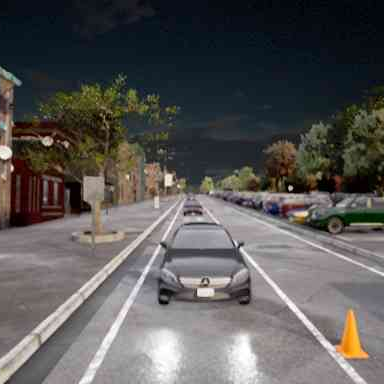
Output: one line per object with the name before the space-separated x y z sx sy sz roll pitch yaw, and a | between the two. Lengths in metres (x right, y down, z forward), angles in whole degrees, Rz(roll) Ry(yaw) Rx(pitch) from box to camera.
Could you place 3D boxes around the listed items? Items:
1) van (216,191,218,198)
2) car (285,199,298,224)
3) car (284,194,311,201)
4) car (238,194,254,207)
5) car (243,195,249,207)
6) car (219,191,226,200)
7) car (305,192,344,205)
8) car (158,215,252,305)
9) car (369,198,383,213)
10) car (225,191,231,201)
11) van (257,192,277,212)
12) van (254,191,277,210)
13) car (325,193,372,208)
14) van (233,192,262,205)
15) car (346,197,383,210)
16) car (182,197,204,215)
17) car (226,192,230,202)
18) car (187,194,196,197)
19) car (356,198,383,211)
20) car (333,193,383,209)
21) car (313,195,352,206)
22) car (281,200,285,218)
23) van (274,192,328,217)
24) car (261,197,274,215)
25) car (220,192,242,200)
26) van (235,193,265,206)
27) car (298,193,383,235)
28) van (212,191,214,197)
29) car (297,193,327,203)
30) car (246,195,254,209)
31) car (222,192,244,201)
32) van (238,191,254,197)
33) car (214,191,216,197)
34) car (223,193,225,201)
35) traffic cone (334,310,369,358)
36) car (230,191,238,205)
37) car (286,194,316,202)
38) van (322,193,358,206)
van | 8.607 0.821 80.125 4.442 1.987 1.878 0 1 0
car | 9.038 1.456 21.252 5.366 1.575 1.946 0 0 0
car | 21.900 1.151 69.399 4.892 1.521 2.231 0 1 0
car | 9.039 1.386 43.686 4.892 1.521 2.231 0 0 0
car | 9.054 1.444 40.883 4.674 1.452 2.002 0 0 0
car | 8.814 0.928 66.110 5.566 2.045 2.435 0 1 0
car | 22.041 1.030 55.518 5.566 2.045 2.435 0 1 -1
car | 0.234 1.520 8.232 1.812 1.442 4.674 0 0 0
car | 22.362 1.426 36.089 5.366 1.575 1.946 0 0 0
car | 8.921 1.107 60.506 4.553 1.767 2.185 0 1 0
van | 9.012 1.214 32.469 4.442 1.987 1.878 0 0 0
van | 9.221 1.204 35.272 4.442 1.987 1.878 0 0 0
car | 22.112 1.109 47.192 5.566 2.045 2.435 0 1 0
van | 9.054 1.060 54.899 4.442 1.987 1.878 0 1 0
car | 22.159 1.430 41.643 4.792 1.488 2.163 0 0 0
car | 0.070 1.482 31.319 2.033 1.411 5.357 0 0 0
car | 8.907 1.260 57.704 4.892 1.521 2.231 0 1 0
car | -0.108 1.155 70.278 2.128 1.511 4.902 0 0 0
car | 22.125 1.449 38.859 4.792 1.488 2.163 0 0 0
car | 22.078 1.130 44.415 5.566 2.045 2.435 0 0 0
car | 22.222 1.305 52.746 5.366 1.575 1.946 0 1 -1
car | 9.202 1.494 24.057 4.674 1.452 2.002 0 0 0
van | 9.293 1.224 26.860 4.442 1.987 1.878 0 0 0
car | 9.147 1.445 29.663 5.008 1.535 2.097 0 0 0
car | 8.739 0.974 74.521 4.553 1.767 2.185 0 1 0
van | 9.078 1.086 52.096 4.442 1.987 1.878 0 1 0
car | 9.219 1.212 18.449 5.566 2.045 2.435 0 0 0
van | 8.511 0.715 91.337 4.442 1.987 1.878 0 1 0
car | 21.996 1.103 61.071 4.553 1.767 2.185 0 1 0
car | 9.110 1.450 38.075 4.792 1.488 2.163 0 0 0
car | 8.763 1.001 71.718 4.553 1.767 2.185 0 1 0
van | 9.126 1.139 46.492 4.442 1.987 1.878 0 0 0
car | 8.694 1.020 82.931 5.008 1.535 2.097 0 1 0
car | 8.863 1.246 63.310 4.674 1.452 2.002 0 1 0
traffic cone | 2.230 1.955 4.673 0.340 0.580 0.340 0 0 0
car | 8.957 1.087 49.291 5.566 2.045 2.435 0 1 0
car | 21.733 1.174 66.621 5.366 1.575 1.946 0 1 0
van | 22.176 1.108 49.969 4.442 1.987 1.878 0 1 0
